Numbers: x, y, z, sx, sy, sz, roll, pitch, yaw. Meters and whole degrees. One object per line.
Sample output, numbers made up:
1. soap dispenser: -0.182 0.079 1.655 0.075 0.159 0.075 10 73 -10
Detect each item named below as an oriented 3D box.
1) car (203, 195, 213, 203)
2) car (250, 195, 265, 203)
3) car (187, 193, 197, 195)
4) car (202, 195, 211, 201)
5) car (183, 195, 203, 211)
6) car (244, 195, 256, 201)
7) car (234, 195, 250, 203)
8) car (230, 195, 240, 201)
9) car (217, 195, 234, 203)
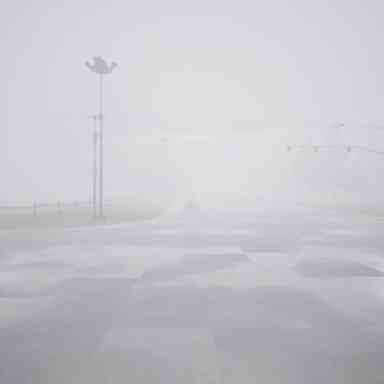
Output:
1. car: 3.483 1.514 70.592 1.994 1.385 4.181 0 0 0
2. car: 13.983 1.502 69.883 2.033 1.411 5.357 0 0 0
3. car: -0.017 1.461 70.020 1.837 1.490 4.892 0 0 0
4. car: 3.480 1.429 80.422 1.812 1.442 4.674 0 0 0
5. car: -0.010 1.456 40.188 1.882 1.535 5.008 0 0 0
6. car: 13.980 1.400 80.423 1.837 1.490 4.892 0 0 0
7. car: 10.483 1.486 70.149 1.812 1.442 4.674 0 0 0
8. car: 10.480 1.424 80.422 1.812 1.442 4.674 0 0 0
9. car: 6.983 1.502 69.957 2.033 1.411 5.357 0 0 0
